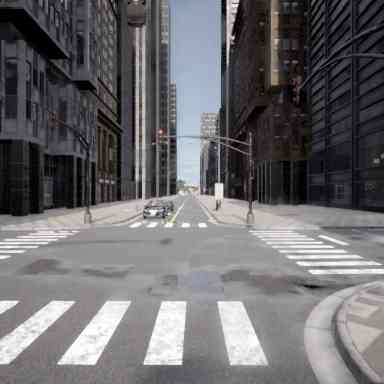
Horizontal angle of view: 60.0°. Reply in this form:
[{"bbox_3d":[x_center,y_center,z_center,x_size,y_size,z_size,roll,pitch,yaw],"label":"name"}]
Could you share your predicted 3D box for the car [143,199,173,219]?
[{"bbox_3d":[-3.161,1.500,29.481,2.128,1.511,4.902,0,0,0],"label":"car"}]
